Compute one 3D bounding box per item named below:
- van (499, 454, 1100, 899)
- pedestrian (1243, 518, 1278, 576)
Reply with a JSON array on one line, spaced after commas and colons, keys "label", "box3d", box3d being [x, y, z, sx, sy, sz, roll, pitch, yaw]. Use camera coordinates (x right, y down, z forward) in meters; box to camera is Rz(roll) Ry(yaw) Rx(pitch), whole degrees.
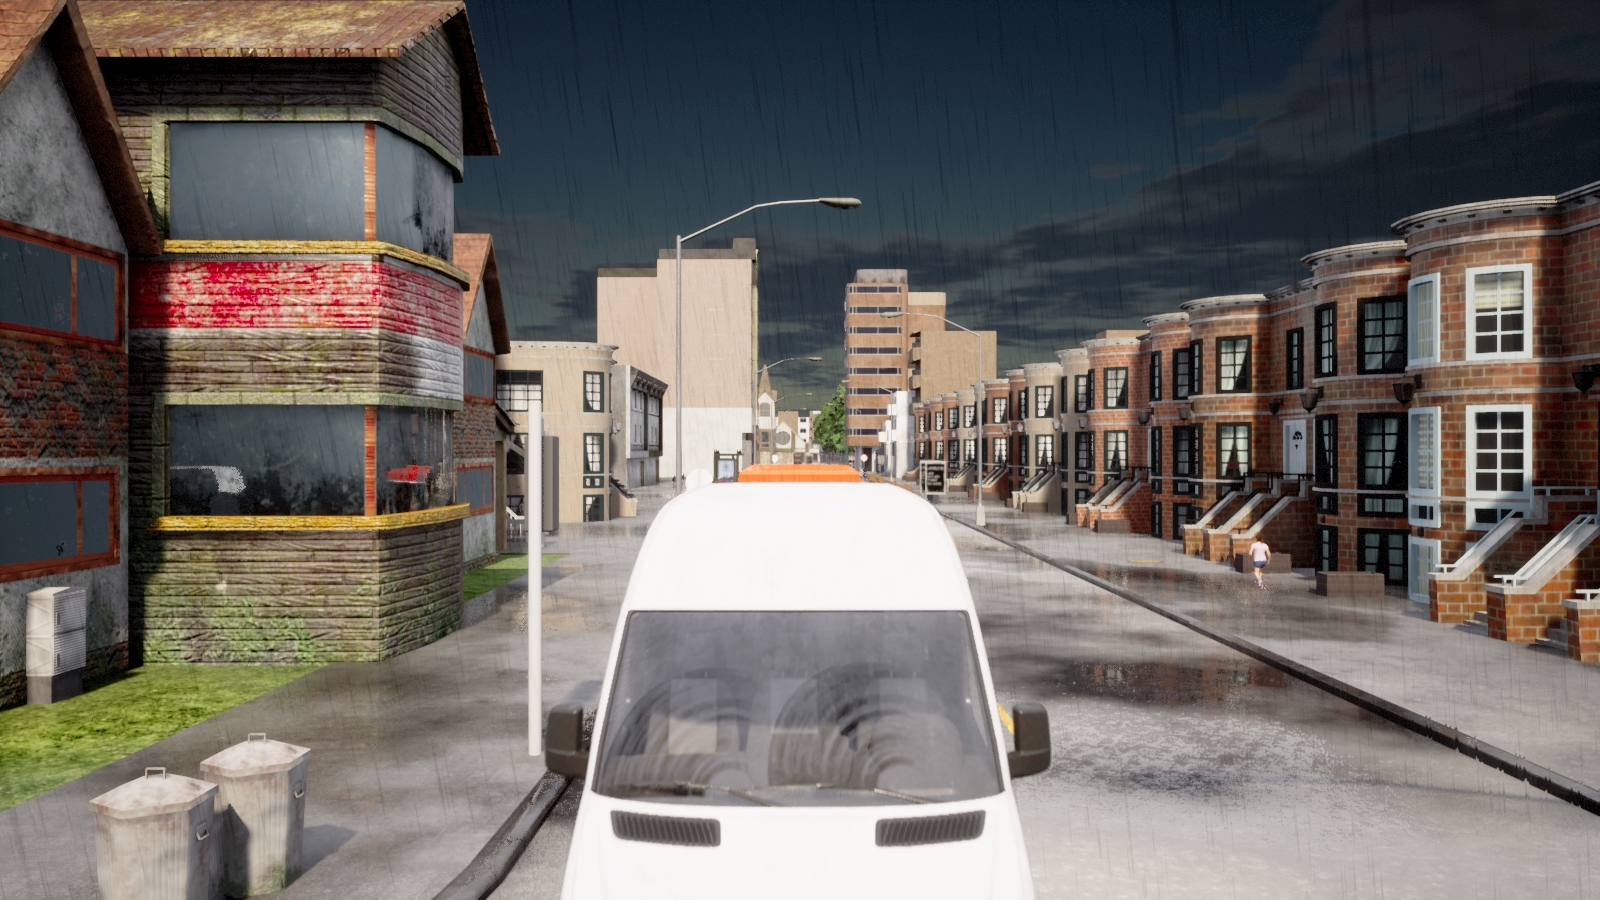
[{"label": "van", "box3d": [-0.002, 1.314, 6.735, 1.988, 2.561, 5.915, 0, 0, 0]}, {"label": "pedestrian", "box3d": [9.039, 1.904, 22.436, 0.500, 1.100, 0.500, 0, 0, 3]}]
